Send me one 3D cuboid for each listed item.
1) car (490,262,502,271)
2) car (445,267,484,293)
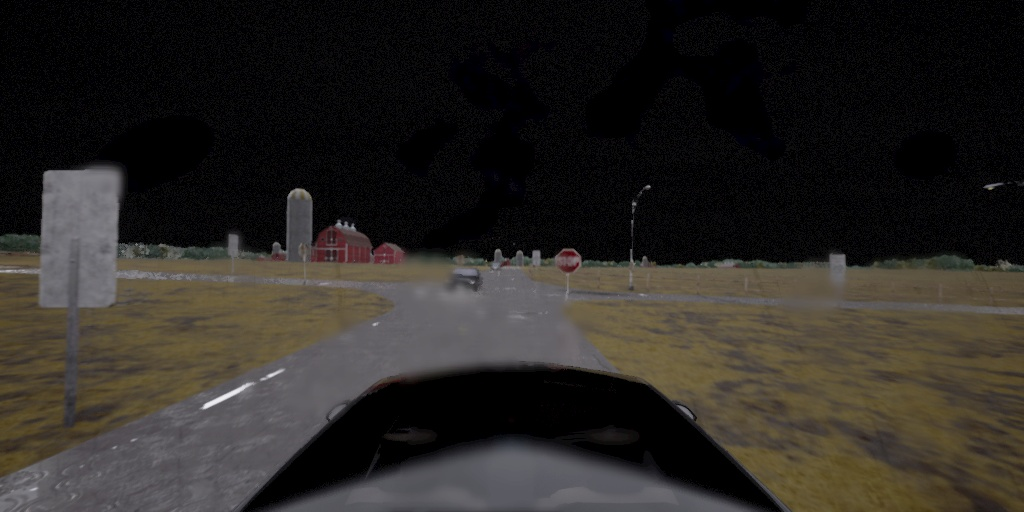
[{"bbox_3d":[-2.733,1.795,60.734,2.128,1.511,4.902,0,0,0],"label":"car"},{"bbox_3d":[-2.705,1.403,21.756,2.033,1.411,5.357,2,-2,0],"label":"car"}]
